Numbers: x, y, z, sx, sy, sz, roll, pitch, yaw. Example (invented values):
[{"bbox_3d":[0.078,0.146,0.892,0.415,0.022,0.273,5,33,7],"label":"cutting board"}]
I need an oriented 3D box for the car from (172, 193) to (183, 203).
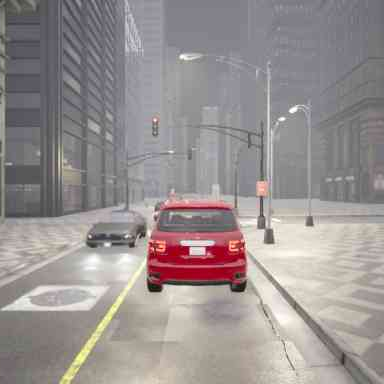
[{"bbox_3d":[-3.018,1.230,69.215,2.150,2.045,5.566,0,0,0],"label":"car"}]

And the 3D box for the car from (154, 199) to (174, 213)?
[{"bbox_3d":[-3.109,1.564,37.865,1.994,1.385,4.181,0,0,0],"label":"car"}]

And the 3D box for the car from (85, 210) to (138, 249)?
[{"bbox_3d":[-3.106,1.547,14.873,2.033,1.411,5.357,0,0,0],"label":"car"}]

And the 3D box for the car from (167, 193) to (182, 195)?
[{"bbox_3d":[-3.107,1.229,53.284,2.150,2.045,5.566,0,0,0],"label":"car"}]

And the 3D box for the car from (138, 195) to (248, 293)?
[{"bbox_3d":[0.099,1.221,9.031,2.150,2.045,5.566,0,0,0],"label":"car"}]
